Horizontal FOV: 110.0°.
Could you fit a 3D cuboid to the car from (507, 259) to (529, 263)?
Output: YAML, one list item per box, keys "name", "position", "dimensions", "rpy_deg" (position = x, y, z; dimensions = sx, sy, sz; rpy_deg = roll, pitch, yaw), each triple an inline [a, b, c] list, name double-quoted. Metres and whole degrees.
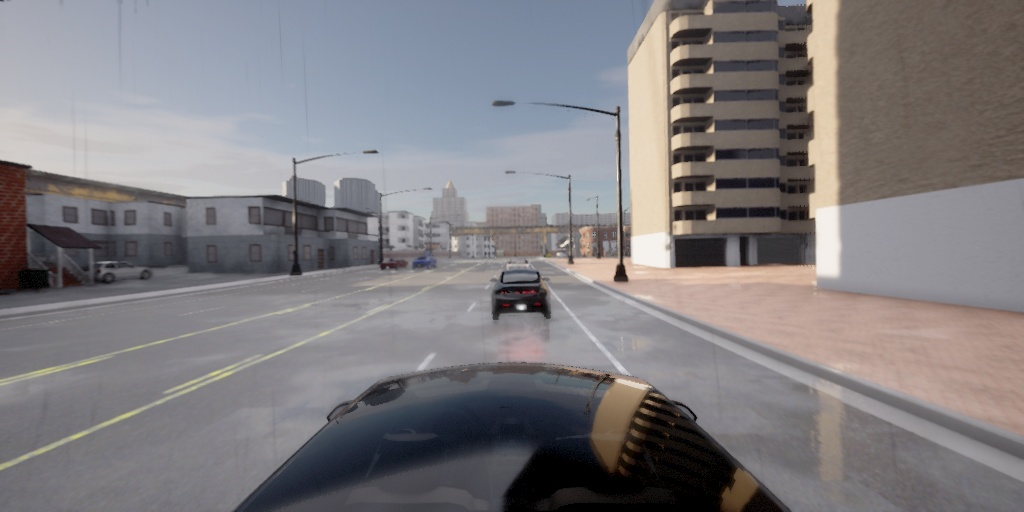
- name: "car"
  position: [0.543, 0.878, 30.970]
  dimensions: [1.895, 1.301, 4.718]
  rpy_deg: [-1, 2, 1]

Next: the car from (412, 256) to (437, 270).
- name: "car"
  position: [-9.928, 0.692, 40.988]
  dimensions: [1.882, 1.535, 5.008]
  rpy_deg: [-1, 1, 1]

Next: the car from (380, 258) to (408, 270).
- name: "car"
  position: [-13.427, 0.873, 40.947]
  dimensions: [1.895, 1.301, 4.718]
  rpy_deg: [-1, 1, 1]

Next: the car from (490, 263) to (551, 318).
- name: "car"
  position: [0.301, 1.193, 12.706]
  dimensions: [1.837, 1.490, 4.892]
  rpy_deg: [-1, 1, 1]
